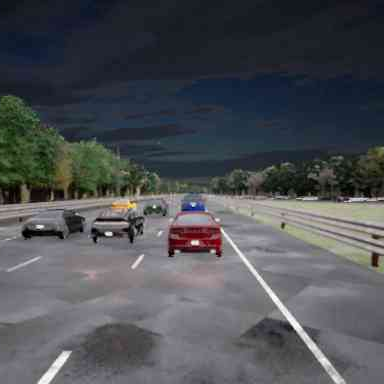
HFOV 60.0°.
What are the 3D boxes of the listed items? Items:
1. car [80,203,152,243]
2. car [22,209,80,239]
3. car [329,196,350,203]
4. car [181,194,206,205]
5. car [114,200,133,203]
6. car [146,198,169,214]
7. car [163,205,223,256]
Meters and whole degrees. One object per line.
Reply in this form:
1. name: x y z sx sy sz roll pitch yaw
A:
1. car: -3.396 1.498 16.003 2.128 1.511 4.902 0 0 0
2. car: -6.897 1.549 17.096 1.994 1.385 4.181 0 0 0
3. car: 35.770 1.839 80.852 1.882 1.535 5.008 0 0 -33
4. car: 0.108 1.243 31.538 2.150 2.045 5.566 0 0 0
5. car: -6.890 1.503 33.977 1.882 1.535 5.008 0 0 0
6. car: -3.393 1.375 32.167 2.097 1.767 4.553 0 0 0
7. car: 0.104 1.483 13.160 1.882 1.535 5.008 0 0 0
